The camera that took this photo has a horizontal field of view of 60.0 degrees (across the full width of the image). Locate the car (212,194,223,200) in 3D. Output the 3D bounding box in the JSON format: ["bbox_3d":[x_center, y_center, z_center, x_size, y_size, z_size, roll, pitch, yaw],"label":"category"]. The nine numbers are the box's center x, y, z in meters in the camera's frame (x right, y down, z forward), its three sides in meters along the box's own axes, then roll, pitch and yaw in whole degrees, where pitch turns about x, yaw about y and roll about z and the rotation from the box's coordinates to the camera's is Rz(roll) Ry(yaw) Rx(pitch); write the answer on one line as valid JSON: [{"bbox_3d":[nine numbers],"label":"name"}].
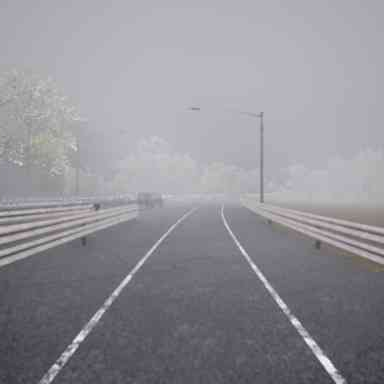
[{"bbox_3d":[6.966,1.524,91.908,1.895,1.301,4.718,0,0,16],"label":"car"}]

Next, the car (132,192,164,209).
[{"bbox_3d":[-5.348,1.042,42.834,2.150,2.045,5.566,0,0,12],"label":"car"}]

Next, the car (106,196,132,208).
[{"bbox_3d":[-8.870,1.327,43.042,1.837,1.490,4.892,0,0,12],"label":"car"}]

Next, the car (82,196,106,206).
[{"bbox_3d":[-12.401,1.312,43.285,2.128,1.511,4.902,0,0,12],"label":"car"}]

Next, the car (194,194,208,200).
[{"bbox_3d":[2.907,1.467,90.440,2.033,1.411,5.357,0,0,16],"label":"car"}]
